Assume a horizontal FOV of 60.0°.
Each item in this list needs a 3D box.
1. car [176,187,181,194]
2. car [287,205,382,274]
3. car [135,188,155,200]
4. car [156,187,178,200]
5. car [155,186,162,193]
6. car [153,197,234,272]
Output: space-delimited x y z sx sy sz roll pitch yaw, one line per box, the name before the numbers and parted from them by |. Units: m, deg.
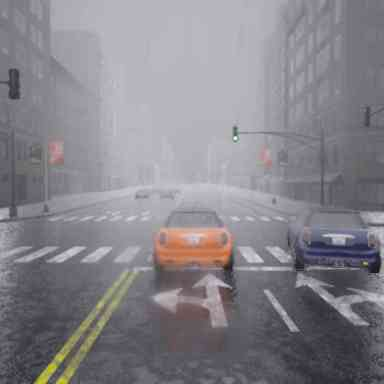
car | -3.258 -0.333 65.059 1.994 1.385 4.181 0 2 0
car | 4.196 1.206 10.381 2.097 1.767 4.553 1 1 14
car | -6.594 0.314 45.352 1.837 1.490 4.892 0 2 0
car | -3.346 0.408 45.408 1.895 1.301 4.718 0 2 0
car | -6.508 -0.420 65.055 1.882 1.535 5.008 0 2 0
car | 0.054 1.204 10.493 2.097 1.767 4.553 0 1 0
